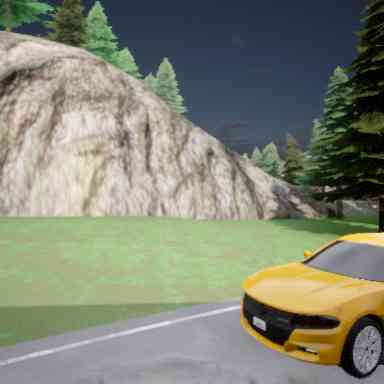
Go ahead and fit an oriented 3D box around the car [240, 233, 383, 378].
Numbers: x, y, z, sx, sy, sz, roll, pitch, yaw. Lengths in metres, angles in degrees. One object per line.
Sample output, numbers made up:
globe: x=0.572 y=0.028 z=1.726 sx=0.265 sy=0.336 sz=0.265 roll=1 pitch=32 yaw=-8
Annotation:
car: x=3.129 y=1.456 z=5.519 sx=5.008 sy=1.535 sz=1.882 roll=0 pitch=0 yaw=-27
